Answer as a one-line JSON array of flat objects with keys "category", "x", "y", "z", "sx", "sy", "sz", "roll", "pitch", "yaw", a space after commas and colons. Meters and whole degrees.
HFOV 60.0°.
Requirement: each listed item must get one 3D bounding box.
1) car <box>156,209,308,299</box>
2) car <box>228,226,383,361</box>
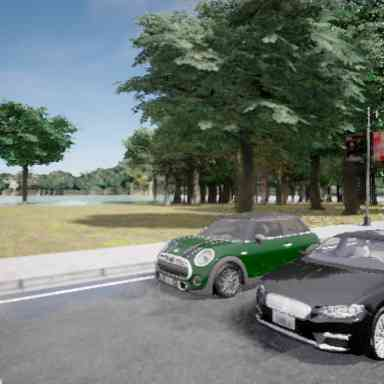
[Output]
[{"category": "car", "x": 1.325, "y": 1.356, "z": 8.618, "sx": 4.553, "sy": 1.767, "sz": 2.097, "roll": 0, "pitch": 0, "yaw": -35}, {"category": "car", "x": 3.252, "y": 1.497, "z": 6.001, "sx": 4.902, "sy": 1.511, "sz": 2.128, "roll": 0, "pitch": 0, "yaw": -35}]
